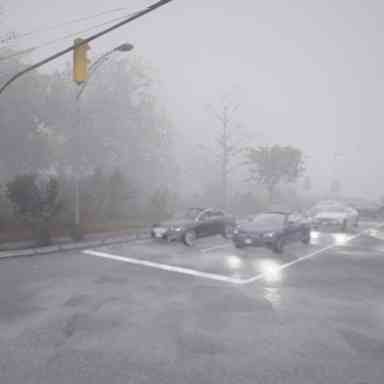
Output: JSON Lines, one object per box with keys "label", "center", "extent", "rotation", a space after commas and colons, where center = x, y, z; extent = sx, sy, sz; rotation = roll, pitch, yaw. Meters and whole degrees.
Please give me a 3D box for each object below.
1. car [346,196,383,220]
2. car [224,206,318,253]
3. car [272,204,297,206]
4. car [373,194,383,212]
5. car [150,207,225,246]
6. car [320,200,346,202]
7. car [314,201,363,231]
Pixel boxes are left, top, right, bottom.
{"label": "car", "center": [14.917, 1.419, 28.176], "extent": [1.882, 1.535, 5.008], "rotation": [0, 1, 39]}
{"label": "car", "center": [3.485, 1.520, 13.913], "extent": [1.812, 1.442, 4.674], "rotation": [0, 0, 39]}
{"label": "car", "center": [6.283, 1.534, 23.006], "extent": [2.033, 1.411, 5.357], "rotation": [0, 0, 39]}
{"label": "car", "center": [21.275, 1.173, 36.098], "extent": [2.097, 1.767, 4.553], "rotation": [0, 1, 40]}
{"label": "car", "center": [0.176, 1.482, 15.404], "extent": [2.128, 1.511, 4.902], "rotation": [0, 0, 39]}
{"label": "car", "center": [12.601, 1.458, 30.891], "extent": [1.812, 1.442, 4.674], "rotation": [0, 1, 39]}
{"label": "car", "center": [9.055, 1.516, 20.867], "extent": [1.812, 1.442, 4.674], "rotation": [0, 0, 39]}
